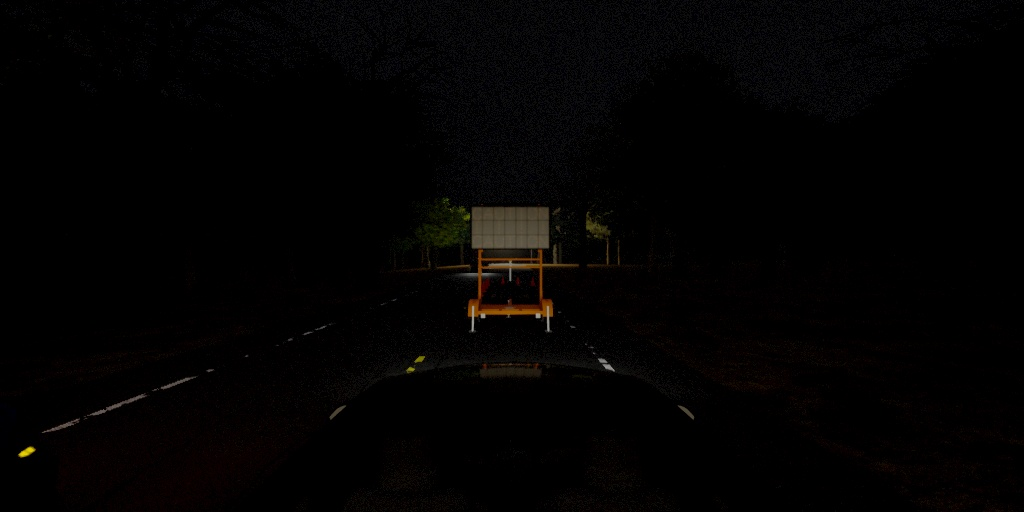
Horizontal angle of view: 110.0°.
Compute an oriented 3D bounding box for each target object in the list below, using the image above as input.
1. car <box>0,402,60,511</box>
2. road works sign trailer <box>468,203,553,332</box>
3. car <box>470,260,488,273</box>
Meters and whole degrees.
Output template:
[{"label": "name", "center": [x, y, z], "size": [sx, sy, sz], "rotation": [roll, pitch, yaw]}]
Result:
[{"label": "car", "center": [-3.589, 1.275, 0.153], "size": [1.812, 1.442, 4.674], "rotation": [0, 0, 0]}, {"label": "road works sign trailer", "center": [-0.047, 0.213, 10.855], "size": [2.380, 3.560, 2.880], "rotation": [0, 0, 0]}, {"label": "car", "center": [-3.815, 1.222, 42.432], "size": [1.837, 1.490, 4.892], "rotation": [0, 0, 0]}]
